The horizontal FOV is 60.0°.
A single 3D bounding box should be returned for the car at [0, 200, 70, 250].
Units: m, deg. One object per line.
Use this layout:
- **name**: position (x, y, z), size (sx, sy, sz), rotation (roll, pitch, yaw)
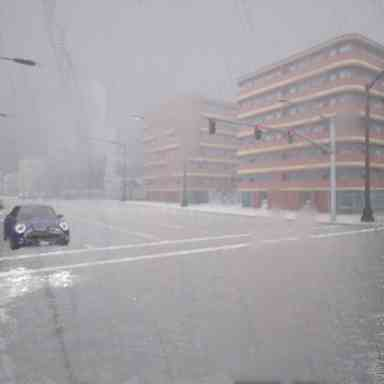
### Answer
- **car**: position (-6.857, 1.352, 14.518), size (2.097, 1.767, 4.553), rotation (0, 0, -34)
